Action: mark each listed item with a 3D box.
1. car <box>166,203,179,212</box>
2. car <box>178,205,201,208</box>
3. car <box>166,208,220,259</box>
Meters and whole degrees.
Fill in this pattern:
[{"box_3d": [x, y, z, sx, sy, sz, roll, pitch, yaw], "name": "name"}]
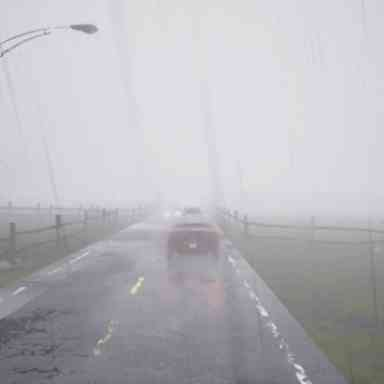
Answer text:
[{"box_3d": [-2.782, 2.247, 49.727, 1.895, 1.301, 4.718, 0, -1, 1], "name": "car"}, {"box_3d": [0.051, 1.856, 27.326, 1.837, 1.490, 4.892, 0, 0, 1], "name": "car"}, {"box_3d": [0.057, 1.649, 13.449, 1.882, 1.535, 5.008, 0, 0, 0], "name": "car"}]
